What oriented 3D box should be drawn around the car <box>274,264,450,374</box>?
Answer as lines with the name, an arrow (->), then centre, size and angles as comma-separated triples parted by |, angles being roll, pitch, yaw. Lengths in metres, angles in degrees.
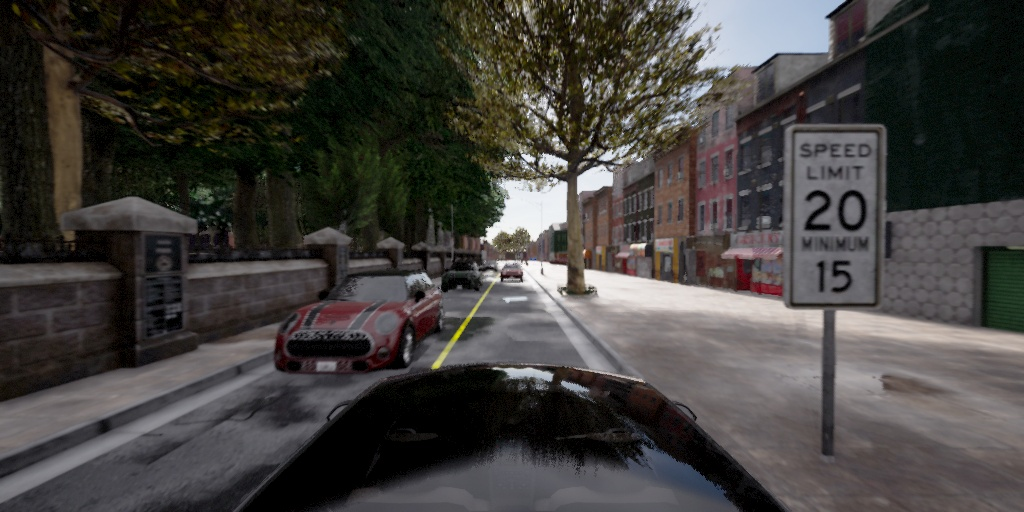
car -> -2.848, 1.100, 7.740 | 2.097, 1.767, 4.553 | 0, 0, 0

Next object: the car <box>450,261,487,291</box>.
car -> -2.849, 1.105, 21.495 | 2.097, 1.767, 4.553 | 0, 0, -1

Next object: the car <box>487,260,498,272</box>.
car -> -2.770, 1.318, 46.527 | 1.837, 1.490, 4.892 | 0, 0, 0

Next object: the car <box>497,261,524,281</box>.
car -> 0.002, 1.362, 29.927 | 1.895, 1.301, 4.718 | 0, 0, 0
